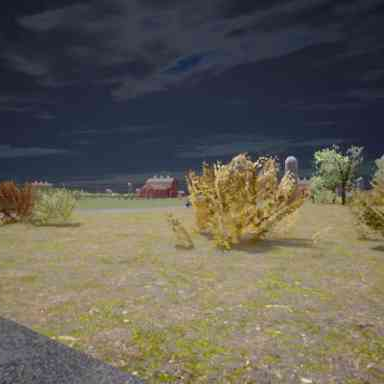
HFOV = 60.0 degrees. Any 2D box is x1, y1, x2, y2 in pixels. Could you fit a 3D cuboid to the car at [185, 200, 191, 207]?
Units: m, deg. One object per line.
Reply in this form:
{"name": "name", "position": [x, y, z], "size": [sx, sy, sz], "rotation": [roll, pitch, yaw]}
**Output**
{"name": "car", "position": [0.701, 2.056, 62.468], "size": [1.837, 1.490, 4.892], "rotation": [-1, -1, 36]}
